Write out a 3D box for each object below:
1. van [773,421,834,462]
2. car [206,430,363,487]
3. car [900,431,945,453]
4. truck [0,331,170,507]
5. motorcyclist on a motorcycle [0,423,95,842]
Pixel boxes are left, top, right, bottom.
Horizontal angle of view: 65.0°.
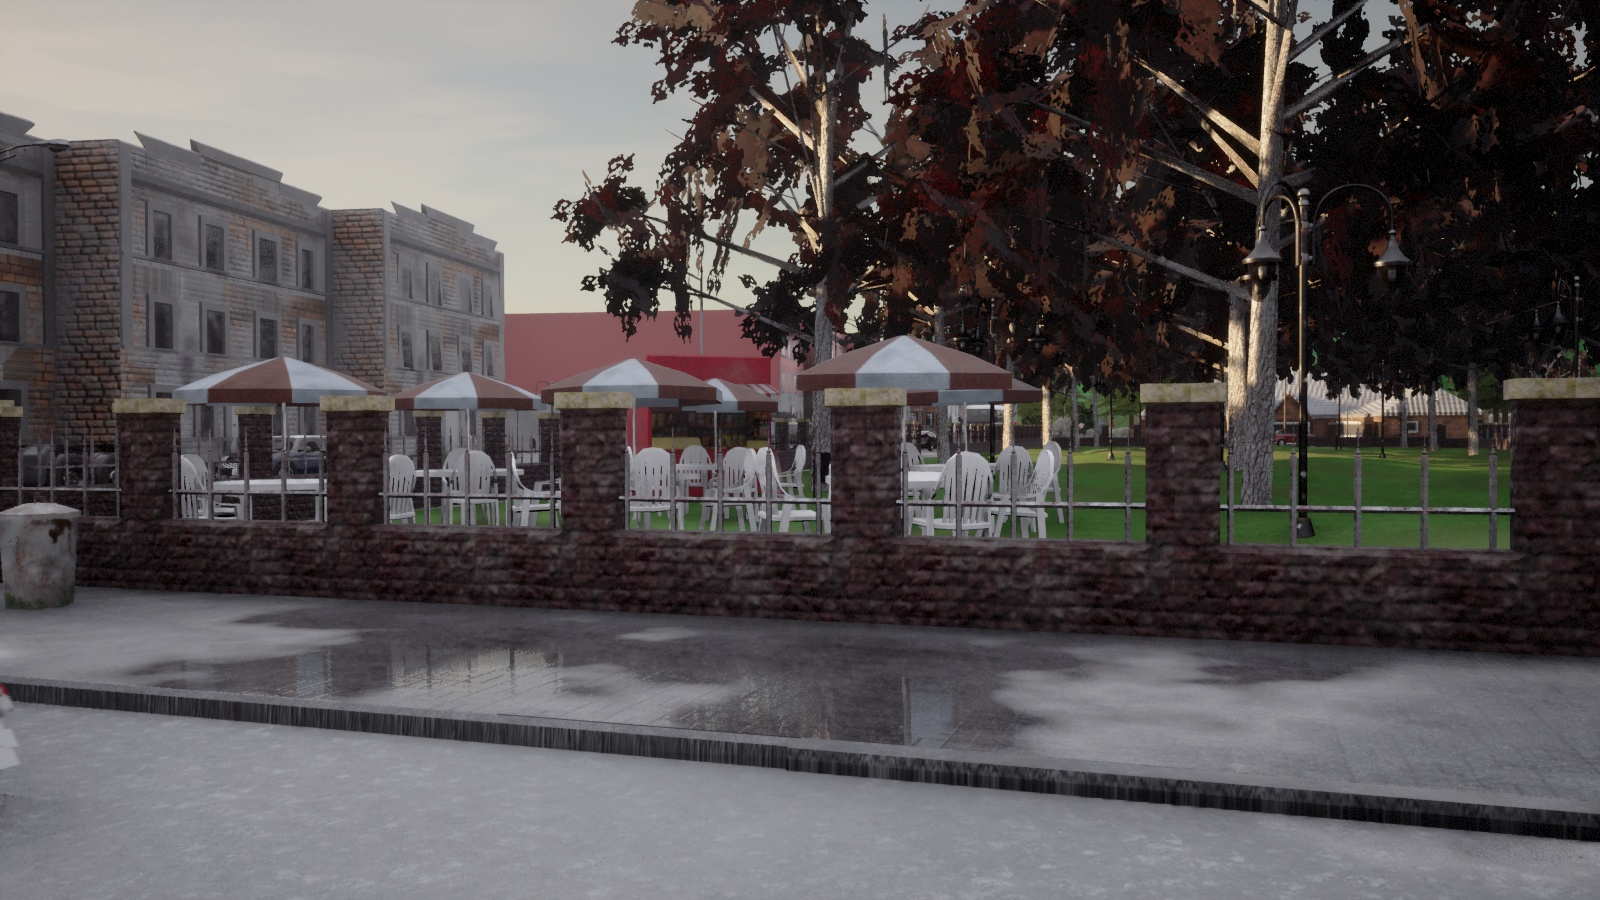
[{"bbox_3d":[0.218,-0.453,64.537,1.775,1.987,4.442,1,1,19],"label":"van"},{"bbox_3d":[-14.089,0.186,34.528,1.970,1.475,3.806,1,1,19],"label":"car"},{"bbox_3d":[8.858,-0.584,90.158,2.163,1.488,4.792,1,1,19],"label":"car"},{"bbox_3d":[-17.098,-0.628,25.535,2.891,3.462,7.936,1,1,19],"label":"truck"},{"bbox_3d":[-3.897,0.685,5.033,1.817,1.590,0.866,1,1,19],"label":"motorcyclist on a motorcycle"}]
